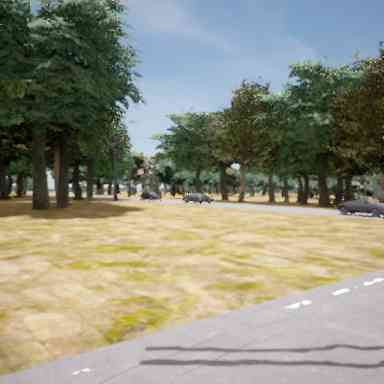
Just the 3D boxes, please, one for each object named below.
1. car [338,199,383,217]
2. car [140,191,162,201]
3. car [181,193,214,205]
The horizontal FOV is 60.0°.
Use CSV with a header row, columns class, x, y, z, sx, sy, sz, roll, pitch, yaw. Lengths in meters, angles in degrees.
class,x,y,z,sx,sy,sz,roll,pitch,yaw
car,14.872,1.272,28.635,1.994,1.385,4.181,0,2,-41
car,-6.825,0.598,55.478,1.882,1.535,5.008,0,1,-36
car,0.692,0.838,45.577,2.033,1.411,5.357,0,1,-38
